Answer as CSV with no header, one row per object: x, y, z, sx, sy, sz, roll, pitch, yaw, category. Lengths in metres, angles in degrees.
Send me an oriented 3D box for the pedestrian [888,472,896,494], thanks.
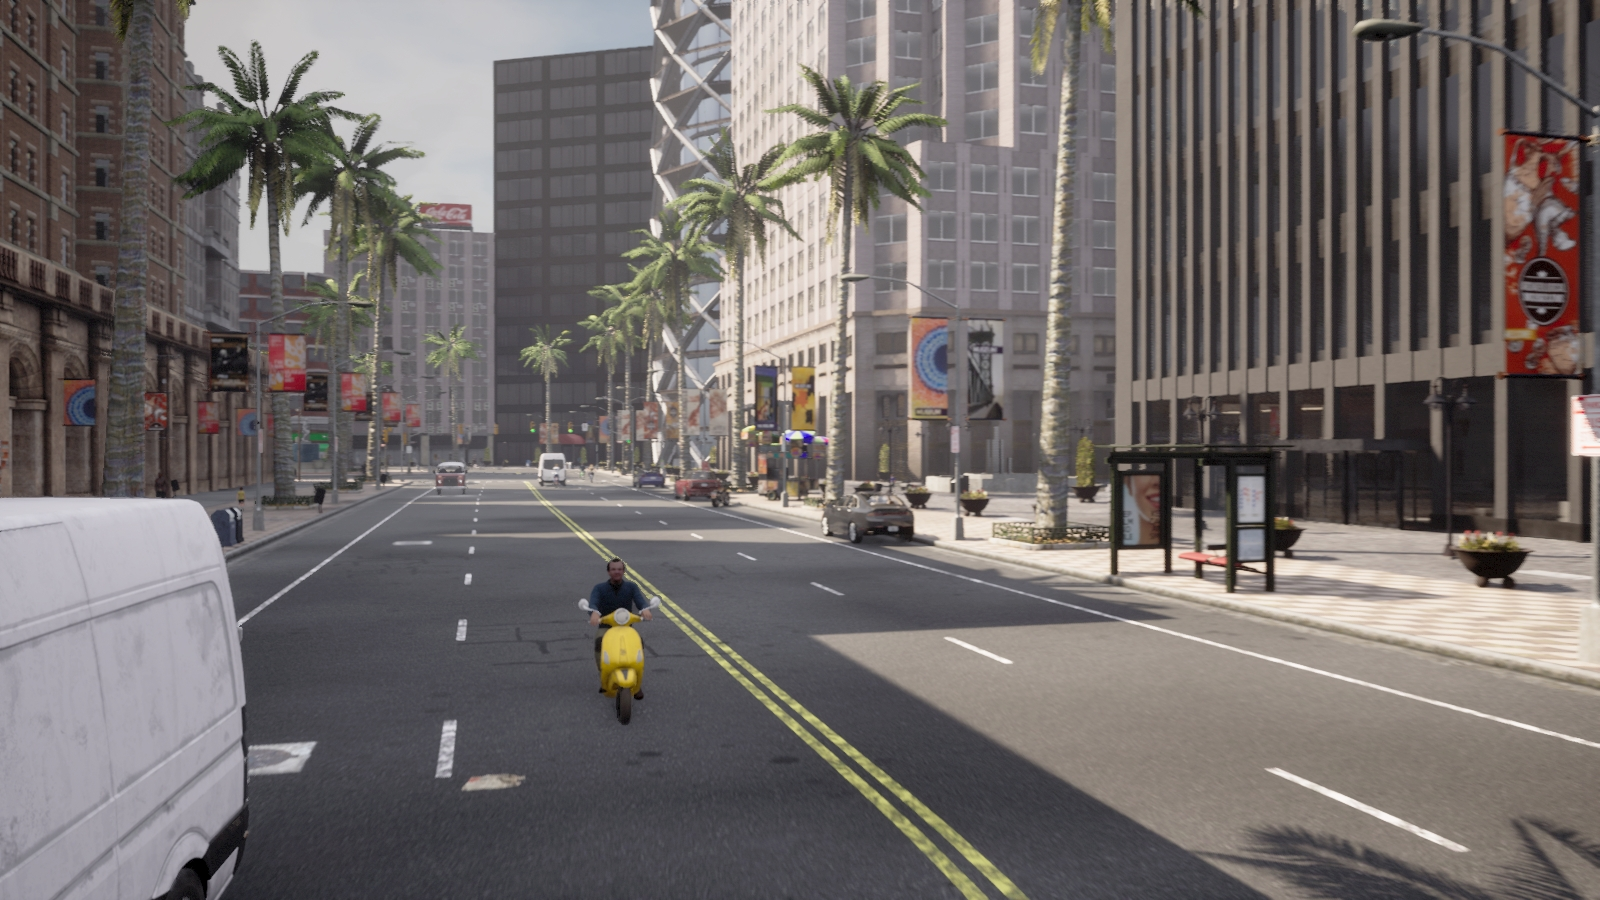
5.622,1.995,69.592,0.375,1.300,0.375,0,0,-11,pedestrian

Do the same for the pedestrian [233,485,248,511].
-24.215,2.089,49.466,0.500,1.100,0.500,0,0,-16,pedestrian

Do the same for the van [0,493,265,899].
-3.765,1.536,3.805,1.988,2.561,5.915,0,0,-9,van

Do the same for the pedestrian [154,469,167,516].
-25.718,1.710,45.948,0.375,1.860,0.375,0,0,-12,pedestrian

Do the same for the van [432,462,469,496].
-22.076,1.796,72.316,2.069,2.038,4.480,0,0,-15,van
